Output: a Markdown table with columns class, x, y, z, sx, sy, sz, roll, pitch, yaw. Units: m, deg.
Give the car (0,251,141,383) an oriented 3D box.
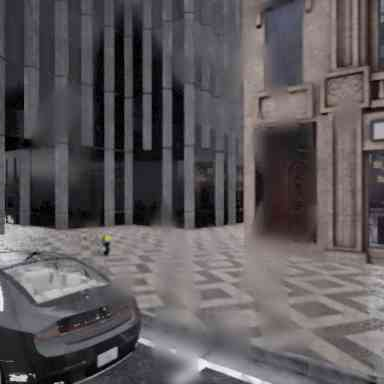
| class | x | y | z | sx | sy | sz | roll | pitch | yaw |
| --- | --- | --- | --- | --- | --- | --- | --- | --- | --- |
| car | -2.694 | 1.553 | 4.886 | 4.403 | 1.369 | 2.008 | 0 | 0 | 35 |
